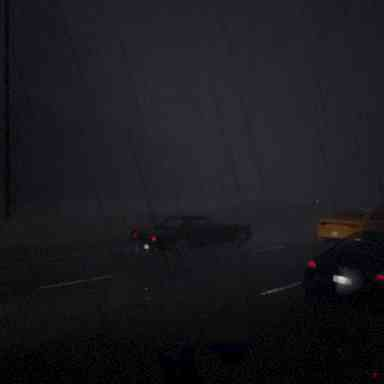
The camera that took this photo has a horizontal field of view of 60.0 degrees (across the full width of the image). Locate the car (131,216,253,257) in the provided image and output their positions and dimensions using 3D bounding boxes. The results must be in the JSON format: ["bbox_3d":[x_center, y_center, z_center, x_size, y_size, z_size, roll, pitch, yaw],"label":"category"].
[{"bbox_3d":[0.175,1.567,12.792,4.718,1.301,1.895,0,0,-38],"label":"car"}]

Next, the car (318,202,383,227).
[{"bbox_3d":[7.284,1.399,14.098,5.008,1.535,1.882,0,0,-40],"label":"car"}]

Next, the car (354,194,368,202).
[{"bbox_3d":[32.235,1.172,63.366,1.812,1.442,4.674,0,0,34],"label":"car"}]

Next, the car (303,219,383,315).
[{"bbox_3d":[4.246,1.522,7.137,4.181,1.385,1.994,0,0,-38],"label":"car"}]

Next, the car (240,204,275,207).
[{"bbox_3d":[6.478,1.442,32.463,4.181,1.385,1.994,0,0,-44],"label":"car"}]
